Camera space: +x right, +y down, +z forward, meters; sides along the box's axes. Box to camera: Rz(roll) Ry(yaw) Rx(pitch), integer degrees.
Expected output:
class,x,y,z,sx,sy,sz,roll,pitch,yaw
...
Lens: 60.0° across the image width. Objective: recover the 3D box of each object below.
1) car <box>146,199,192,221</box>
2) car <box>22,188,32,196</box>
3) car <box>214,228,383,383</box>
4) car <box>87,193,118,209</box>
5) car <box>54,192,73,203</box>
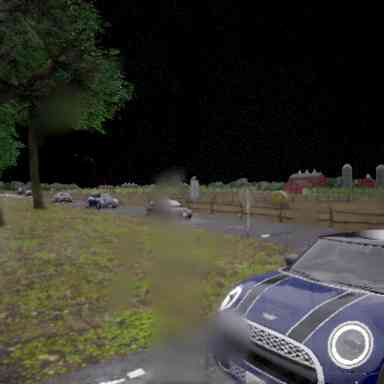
class,x,y,z,sx,sy,sz,roll,pitch,yaw
car,-1.852,1.272,25.318,1.812,1.442,4.674,-1,1,-36
car,-41.166,0.330,84.594,1.882,1.535,5.008,-1,1,-36
car,2.492,1.380,4.723,4.553,1.767,2.097,0,0,-35
car,-9.769,0.893,36.275,2.097,1.767,4.553,-1,1,-36
car,-19.139,0.847,49.402,1.837,1.490,4.892,-1,1,-36
